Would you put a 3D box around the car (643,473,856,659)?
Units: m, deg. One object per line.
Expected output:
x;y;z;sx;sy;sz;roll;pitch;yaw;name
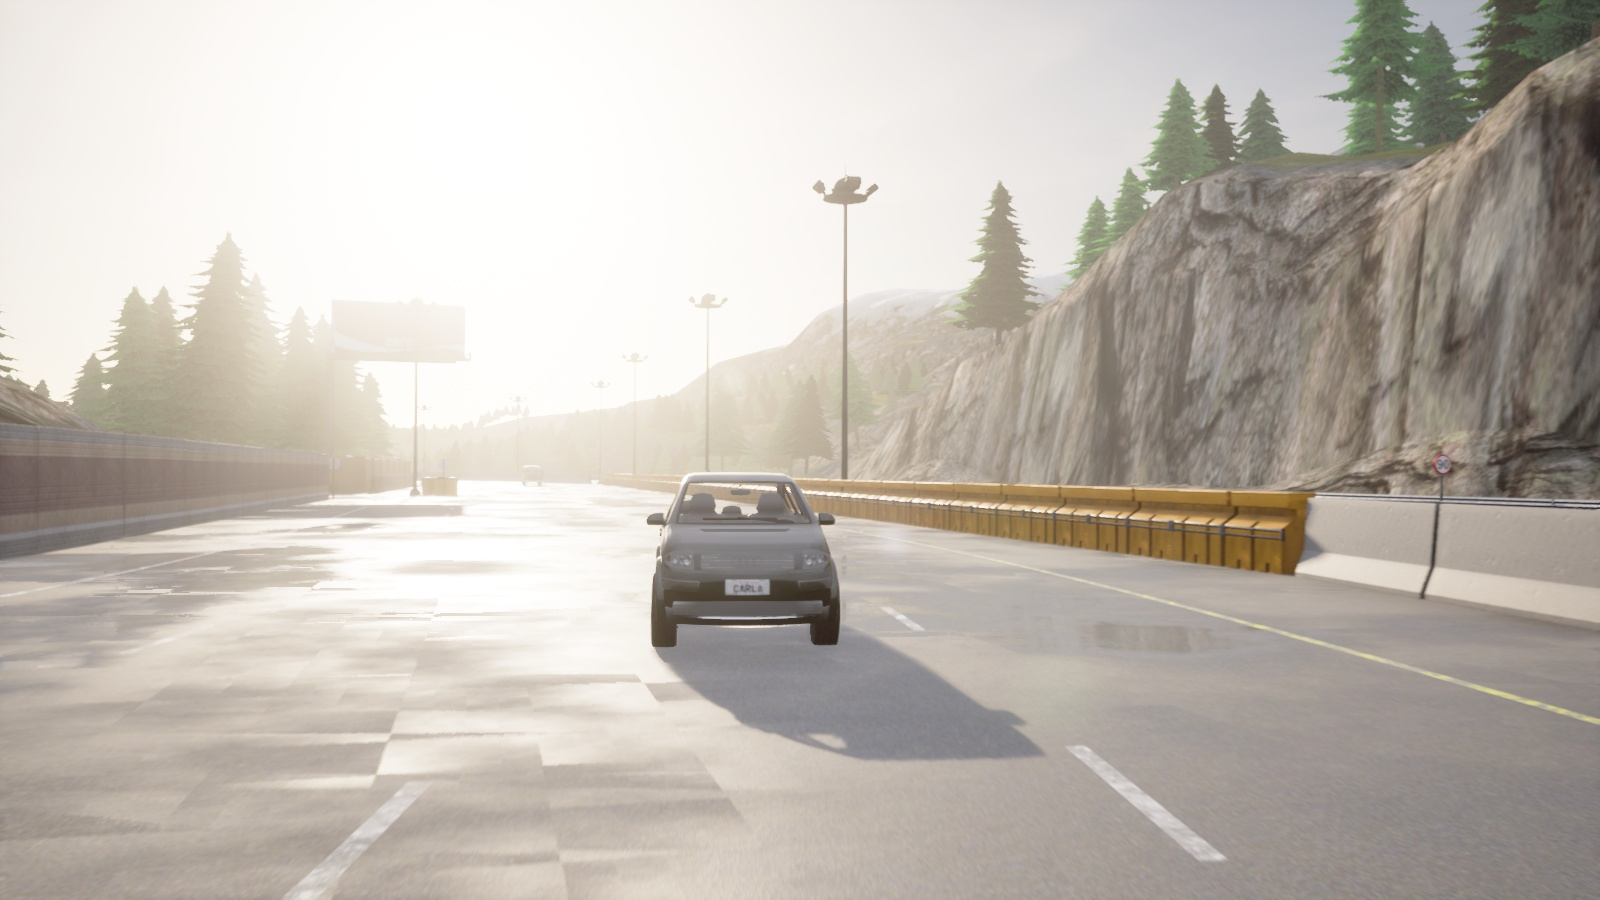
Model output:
-0.608;1.004;12.428;1.789;1.549;3.705;0;-1;-6;car
